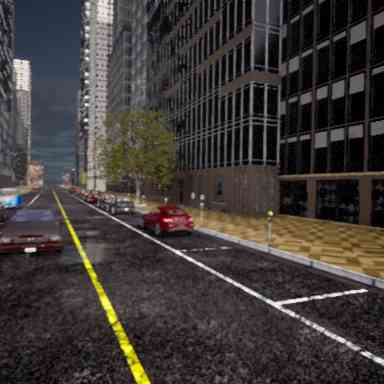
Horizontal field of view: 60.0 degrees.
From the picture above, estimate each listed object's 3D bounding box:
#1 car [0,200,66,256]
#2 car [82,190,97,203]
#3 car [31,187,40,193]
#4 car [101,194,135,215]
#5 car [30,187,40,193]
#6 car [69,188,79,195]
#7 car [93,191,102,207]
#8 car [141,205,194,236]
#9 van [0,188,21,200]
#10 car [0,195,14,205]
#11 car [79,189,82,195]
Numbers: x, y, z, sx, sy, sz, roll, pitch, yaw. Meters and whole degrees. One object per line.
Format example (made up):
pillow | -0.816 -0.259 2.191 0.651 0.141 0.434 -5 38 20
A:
car | -5.763 1.243 12.199 2.033 1.411 5.357 1 1 -23
car | -12.411 0.499 42.294 1.967 1.590 4.097 1 1 -23
car | -37.984 -0.530 80.891 1.802 1.307 4.206 1 1 -23
car | -5.715 1.006 26.592 2.008 1.369 4.403 1 1 -23
car | -35.750 -0.428 75.655 1.887 1.381 4.507 1 1 -23
car | -23.575 -0.072 68.469 1.887 1.381 4.507 1 1 -23
car | -7.948 0.876 31.826 2.008 1.369 4.403 1 1 -23
car | -1.250 1.292 16.123 1.802 1.307 4.206 1 1 -23
van | -15.653 0.587 28.537 1.690 1.788 3.998 1 1 -23
car | -11.192 1.056 18.071 2.008 1.369 4.403 1 1 -23
car | -14.643 0.365 47.528 1.967 1.590 4.097 1 1 -23
